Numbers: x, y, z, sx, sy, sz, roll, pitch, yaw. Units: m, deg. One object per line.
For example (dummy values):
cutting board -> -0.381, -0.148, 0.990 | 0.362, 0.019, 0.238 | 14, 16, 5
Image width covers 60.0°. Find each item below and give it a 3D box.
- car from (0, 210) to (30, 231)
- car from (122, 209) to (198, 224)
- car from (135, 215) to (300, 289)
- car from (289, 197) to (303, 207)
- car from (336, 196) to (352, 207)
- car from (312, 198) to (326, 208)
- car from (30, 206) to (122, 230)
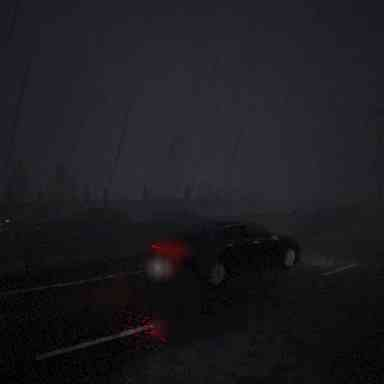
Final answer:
car -> -8.904, 1.579, 19.453 | 4.181, 1.385, 1.994 | 0, 0, -40
car -> -1.076, 1.578, 16.920 | 4.181, 1.385, 1.994 | 0, 0, -42
car -> 1.084, 1.513, 9.290 | 4.892, 1.490, 1.837 | 0, 0, -39
car -> 16.646, 1.537, 53.200 | 2.128, 1.511, 4.902 | 0, 0, 23
car -> 23.608, 1.399, 51.725 | 2.097, 1.767, 4.553 | 0, 0, 22
car -> 19.318, 1.646, 50.566 | 1.895, 1.301, 4.718 | 0, 0, 24
car -> -5.581, 1.519, 17.657 | 4.892, 1.490, 1.837 | 0, 0, -40
